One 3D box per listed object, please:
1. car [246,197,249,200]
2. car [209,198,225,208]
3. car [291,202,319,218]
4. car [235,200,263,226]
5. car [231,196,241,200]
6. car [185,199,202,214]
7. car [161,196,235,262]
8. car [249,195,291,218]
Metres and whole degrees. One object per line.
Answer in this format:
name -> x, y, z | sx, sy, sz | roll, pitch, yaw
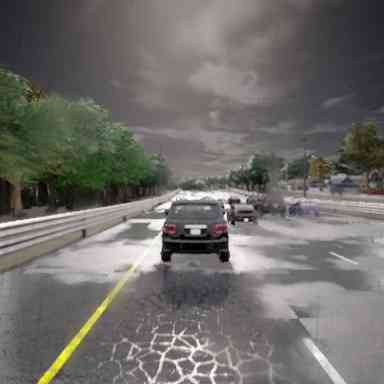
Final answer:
car -> 10.643, 1.319, 57.051 | 2.097, 1.767, 4.553 | 0, 0, 0
car -> 3.636, 1.578, 49.340 | 1.994, 1.385, 4.181 | 0, 0, 0
car -> 10.623, 1.636, 31.798 | 1.812, 1.442, 4.674 | 0, 0, 0
car -> 3.617, 1.599, 24.556 | 1.837, 1.490, 4.892 | 0, 0, 0
car -> 7.143, 1.441, 56.639 | 1.882, 1.535, 5.008 | 0, 0, 0
car -> 0.129, 1.603, 36.949 | 1.812, 1.442, 4.674 | 0, 0, 0
car -> 0.108, 1.263, 12.481 | 2.150, 2.045, 5.566 | 0, 0, 0
car -> 7.123, 1.327, 30.967 | 2.150, 2.045, 5.566 | 0, 0, 0
